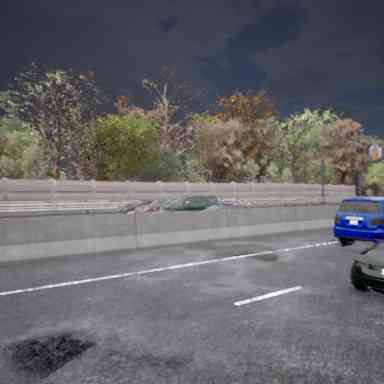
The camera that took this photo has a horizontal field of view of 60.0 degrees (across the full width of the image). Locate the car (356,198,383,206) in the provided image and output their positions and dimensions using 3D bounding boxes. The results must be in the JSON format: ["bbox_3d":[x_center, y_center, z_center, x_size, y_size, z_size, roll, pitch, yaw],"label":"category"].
[{"bbox_3d":[29.373,1.626,54.958,4.718,1.301,1.895,0,0,-35],"label":"car"}]

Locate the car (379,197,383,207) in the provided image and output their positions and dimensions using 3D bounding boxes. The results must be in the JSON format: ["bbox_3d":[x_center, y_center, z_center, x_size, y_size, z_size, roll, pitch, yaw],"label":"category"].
[{"bbox_3d":[31.542,1.530,52.220,4.892,1.490,1.837,0,0,-35],"label":"car"}]

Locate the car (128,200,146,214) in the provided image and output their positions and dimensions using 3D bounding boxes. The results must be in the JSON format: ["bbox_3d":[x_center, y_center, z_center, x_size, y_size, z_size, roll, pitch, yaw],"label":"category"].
[{"bbox_3d":[-2.588,1.352,27.942,4.553,1.767,2.097,0,0,-35],"label":"car"}]

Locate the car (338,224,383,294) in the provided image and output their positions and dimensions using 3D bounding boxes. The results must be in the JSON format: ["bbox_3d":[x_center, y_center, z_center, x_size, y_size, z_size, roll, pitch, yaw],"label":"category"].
[{"bbox_3d":[5.535,1.563,7.694,4.181,1.385,1.994,0,0,-36],"label":"car"}]

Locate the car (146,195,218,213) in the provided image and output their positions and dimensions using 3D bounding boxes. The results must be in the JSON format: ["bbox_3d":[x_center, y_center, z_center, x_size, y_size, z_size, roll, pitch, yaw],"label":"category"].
[{"bbox_3d":[-0.299,1.221,25.277,5.566,2.045,2.150,0,0,-35],"label":"car"}]

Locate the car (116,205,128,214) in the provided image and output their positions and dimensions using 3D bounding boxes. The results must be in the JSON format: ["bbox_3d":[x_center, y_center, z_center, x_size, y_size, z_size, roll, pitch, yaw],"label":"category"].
[{"bbox_3d":[-4.555,1.504,30.834,4.892,1.490,1.837,0,0,-36],"label":"car"}]

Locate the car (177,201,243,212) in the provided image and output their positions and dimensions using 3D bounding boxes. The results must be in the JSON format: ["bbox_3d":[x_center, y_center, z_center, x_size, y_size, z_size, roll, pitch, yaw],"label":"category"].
[{"bbox_3d":[1.927,1.547,22.567,5.357,1.411,2.033,0,0,-36],"label":"car"}]

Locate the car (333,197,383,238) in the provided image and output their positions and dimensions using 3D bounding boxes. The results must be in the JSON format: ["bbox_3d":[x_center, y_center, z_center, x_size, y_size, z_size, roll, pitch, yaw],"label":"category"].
[{"bbox_3d":[8.187,1.222,13.889,5.566,2.045,2.150,0,0,-36],"label":"car"}]
